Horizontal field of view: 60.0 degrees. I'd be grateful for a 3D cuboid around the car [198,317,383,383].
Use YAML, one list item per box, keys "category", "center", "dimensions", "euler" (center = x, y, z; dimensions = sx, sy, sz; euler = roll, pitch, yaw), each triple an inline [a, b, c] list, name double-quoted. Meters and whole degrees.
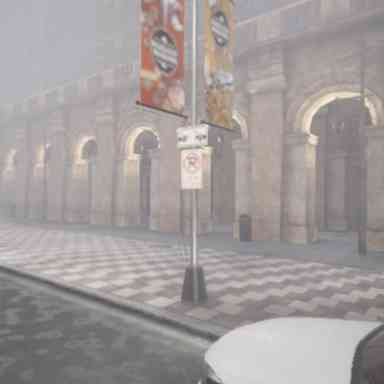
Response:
- category: "car"
  center: [2.161, 1.550, 2.118]
  dimensions: [4.674, 1.442, 1.812]
  euler: [0, 0, 38]
